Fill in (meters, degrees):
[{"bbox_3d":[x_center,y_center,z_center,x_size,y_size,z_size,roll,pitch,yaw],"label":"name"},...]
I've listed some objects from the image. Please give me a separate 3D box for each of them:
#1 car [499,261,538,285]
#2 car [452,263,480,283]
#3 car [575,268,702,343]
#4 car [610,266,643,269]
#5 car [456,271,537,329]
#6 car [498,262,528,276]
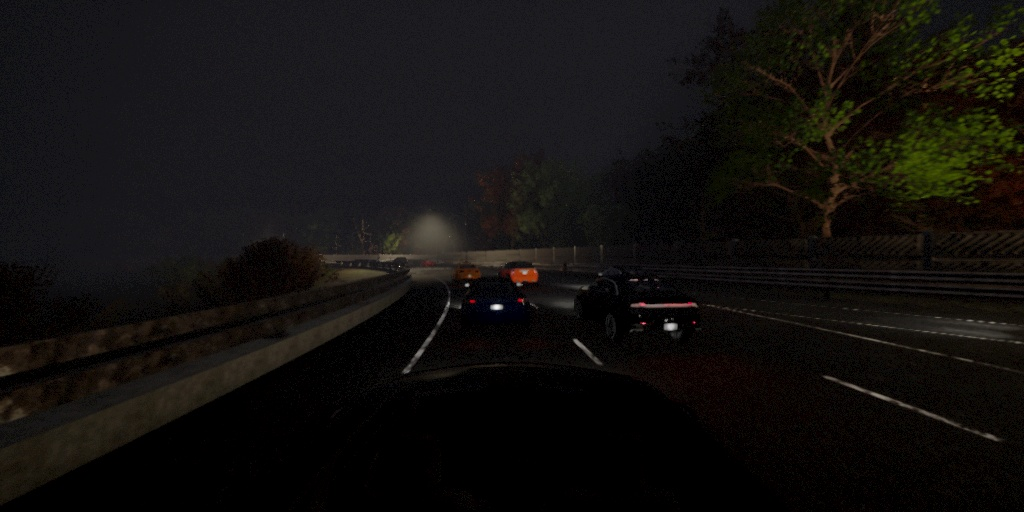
[{"bbox_3d":[0.385,1.181,26.639,2.097,1.767,4.553,0,0,-13],"label":"car"},{"bbox_3d":[-3.741,1.332,28.830,1.882,1.535,5.008,0,0,-15],"label":"car"},{"bbox_3d":[3.085,1.255,9.799,2.128,1.511,4.902,0,0,-4],"label":"car"},{"bbox_3d":[5.610,1.272,18.200,2.128,1.511,4.902,0,0,-8],"label":"car"},{"bbox_3d":[-0.591,1.349,11.579,1.994,1.385,4.181,0,0,-5],"label":"car"},{"bbox_3d":[0.022,1.439,39.983,1.994,1.385,4.181,0,0,-21],"label":"car"}]
